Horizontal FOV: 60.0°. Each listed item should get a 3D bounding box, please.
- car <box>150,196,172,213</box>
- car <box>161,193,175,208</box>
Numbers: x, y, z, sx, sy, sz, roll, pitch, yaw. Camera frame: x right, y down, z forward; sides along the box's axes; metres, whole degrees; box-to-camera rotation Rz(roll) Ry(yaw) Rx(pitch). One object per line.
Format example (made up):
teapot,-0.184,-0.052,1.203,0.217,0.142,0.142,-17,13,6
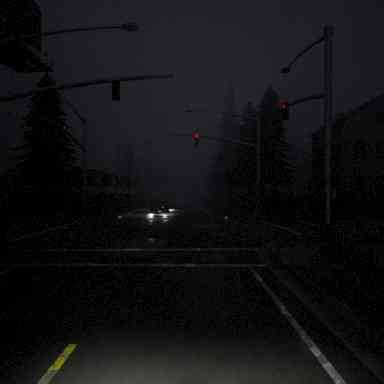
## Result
car,-3.600,1.505,37.429,1.837,1.490,4.892,0,0,0
car,-3.589,1.221,47.894,2.150,2.045,5.566,0,0,1
